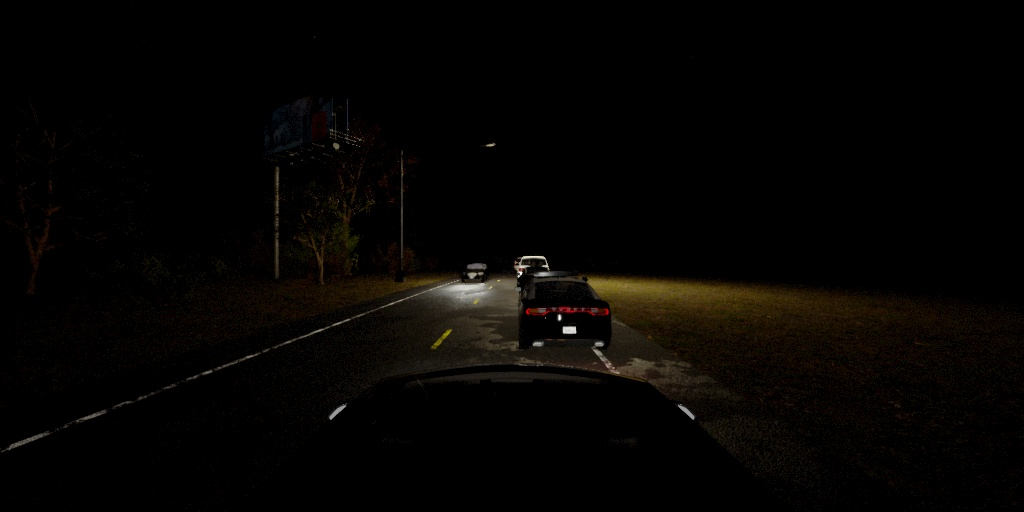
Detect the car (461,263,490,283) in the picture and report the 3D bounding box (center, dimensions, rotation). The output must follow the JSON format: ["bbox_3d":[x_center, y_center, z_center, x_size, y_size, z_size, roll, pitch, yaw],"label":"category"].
[{"bbox_3d":[-2.913,1.341,29.305,2.128,1.511,4.902,0,0,2],"label":"car"}]

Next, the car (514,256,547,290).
[{"bbox_3d":[1.461,1.047,25.137,2.150,2.045,5.566,0,0,2],"label":"car"}]

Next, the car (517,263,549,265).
[{"bbox_3d":[1.288,1.298,19.129,1.837,1.490,4.892,0,0,1],"label":"car"}]

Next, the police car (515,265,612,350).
[{"bbox_3d":[1.104,1.185,9.273,1.930,1.638,5.238,0,0,1],"label":"police car"}]
